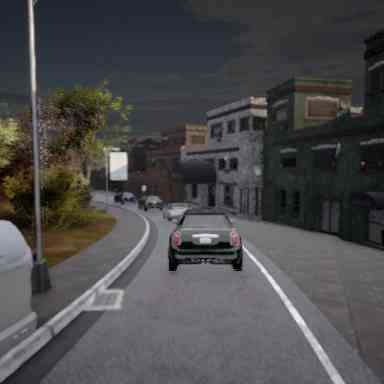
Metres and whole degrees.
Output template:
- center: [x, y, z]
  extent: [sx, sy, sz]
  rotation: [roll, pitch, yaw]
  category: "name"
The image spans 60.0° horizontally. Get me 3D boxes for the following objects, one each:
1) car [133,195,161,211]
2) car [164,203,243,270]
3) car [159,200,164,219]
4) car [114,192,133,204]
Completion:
- center: [-4.707, 1.097, 36.968]
  extent: [2.097, 1.767, 4.553]
  rotation: [-2, 2, -21]
  category: "car"
- center: [0.397, 1.321, 11.082]
  extent: [2.097, 1.767, 4.553]
  rotation: [0, 0, 1]
  category: "car"
- center: [-1.148, 1.517, 25.665]
  extent: [1.895, 1.301, 4.718]
  rotation: [-1, 0, -12]
  category: "car"
- center: [-9.621, 0.723, 47.198]
  extent: [2.097, 1.767, 4.553]
  rotation: [-2, 3, -28]
  category: "car"
